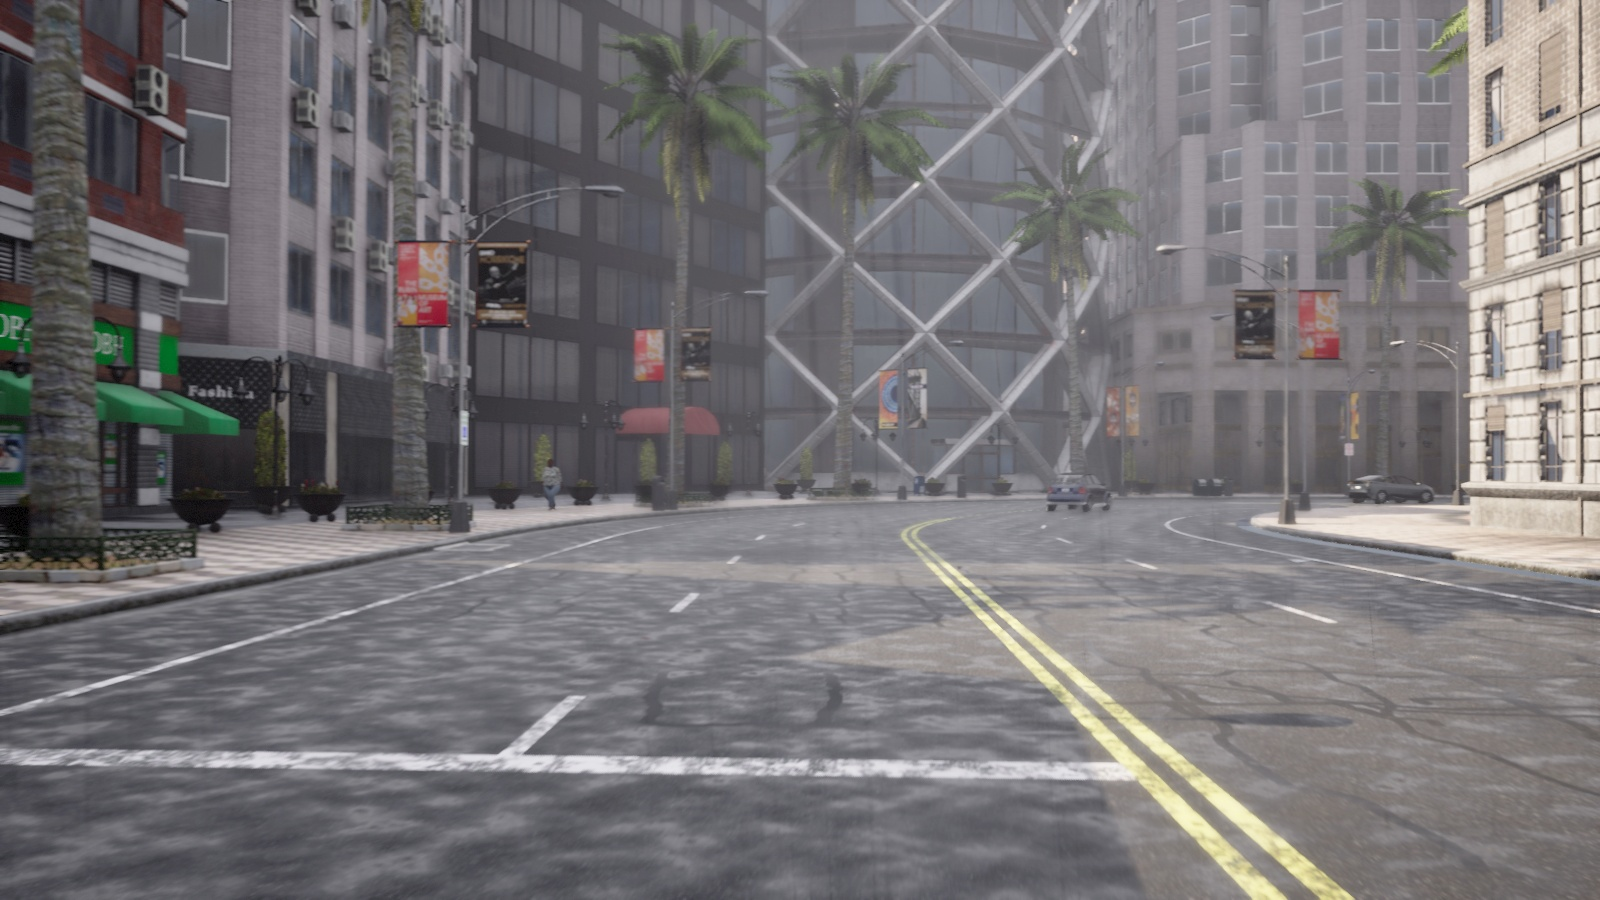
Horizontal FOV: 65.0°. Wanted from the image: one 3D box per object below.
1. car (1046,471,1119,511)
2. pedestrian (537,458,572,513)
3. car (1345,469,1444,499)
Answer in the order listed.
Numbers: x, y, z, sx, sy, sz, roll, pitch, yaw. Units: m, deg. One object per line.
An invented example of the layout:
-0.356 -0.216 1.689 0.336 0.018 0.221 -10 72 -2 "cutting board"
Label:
11.501 1.617 50.988 1.789 1.549 3.705 -1 -1 31 "car"
-8.327 1.208 42.643 0.874 1.855 0.900 0 -1 12 "pedestrian"
31.251 1.785 66.046 4.514 1.525 2.007 0 -1 -18 "car"
